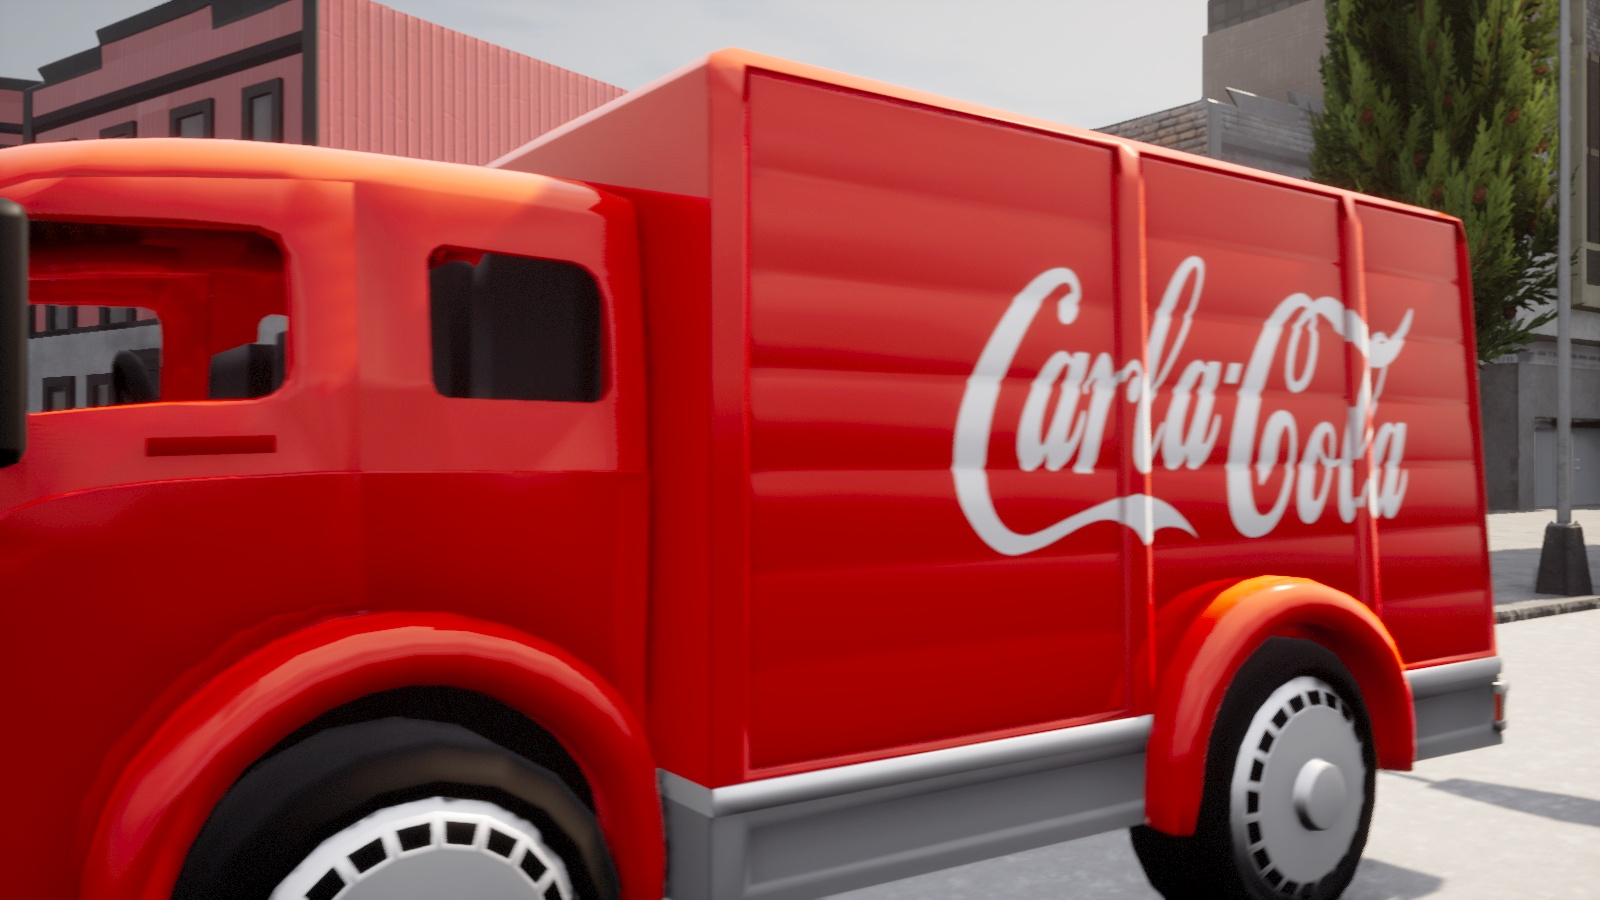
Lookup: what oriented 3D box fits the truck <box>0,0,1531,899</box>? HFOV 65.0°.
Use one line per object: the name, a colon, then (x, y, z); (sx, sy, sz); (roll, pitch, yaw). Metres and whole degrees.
truck: (-0.279, 0.269, 4.075); (5.204, 2.467, 2.627); (0, 0, -35)
